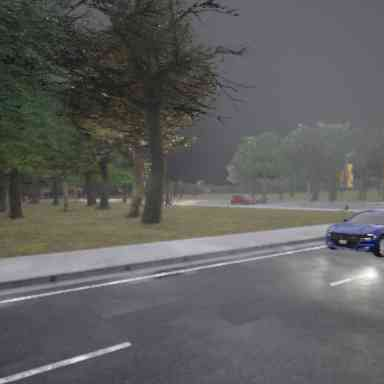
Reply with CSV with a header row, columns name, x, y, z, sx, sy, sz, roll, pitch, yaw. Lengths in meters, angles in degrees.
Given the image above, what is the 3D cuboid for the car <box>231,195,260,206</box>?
name,x,y,z,sx,sy,sz,roll,pitch,yaw
car,9.902,1.564,64.303,2.150,2.045,5.566,-2,0,-35

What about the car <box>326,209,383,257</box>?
name,x,y,z,sx,sy,sz,roll,pitch,yaw
car,7.180,1.419,12.800,5.008,1.535,1.882,0,0,-35

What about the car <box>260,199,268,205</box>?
name,x,y,z,sx,sy,sz,roll,pitch,yaw
car,12.568,1.806,66.189,2.033,1.411,5.357,-2,0,-35
